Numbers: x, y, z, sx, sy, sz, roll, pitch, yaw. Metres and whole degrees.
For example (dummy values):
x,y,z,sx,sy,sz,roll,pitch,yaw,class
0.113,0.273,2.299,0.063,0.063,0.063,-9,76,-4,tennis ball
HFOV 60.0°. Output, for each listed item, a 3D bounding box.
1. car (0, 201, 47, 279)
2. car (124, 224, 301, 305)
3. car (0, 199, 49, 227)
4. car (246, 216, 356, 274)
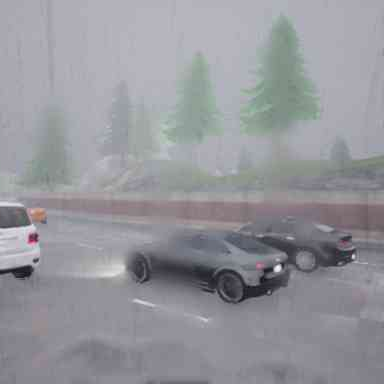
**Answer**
x,y,z,sx,sy,sz,roll,pitch,yaw,class
-6.268,1.268,9.086,5.566,2.045,2.150,0,0,40,car
0.239,1.603,8.320,4.181,1.385,1.994,0,0,38,car
-12.588,1.474,24.739,2.097,1.767,4.553,0,0,-43,car
2.634,1.556,10.884,4.892,1.490,1.837,0,0,38,car
